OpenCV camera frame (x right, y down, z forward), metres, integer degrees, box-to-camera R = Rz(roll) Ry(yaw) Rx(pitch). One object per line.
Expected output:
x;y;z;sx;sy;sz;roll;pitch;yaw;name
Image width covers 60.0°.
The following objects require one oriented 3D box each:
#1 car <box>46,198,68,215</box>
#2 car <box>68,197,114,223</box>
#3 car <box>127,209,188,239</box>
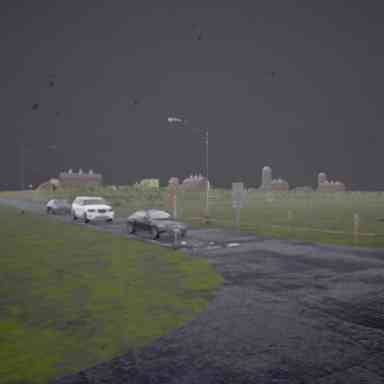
-15.354;1.620;38.409;2.097;1.767;4.553;0;-1;-33;car
-8.446;1.438;28.013;2.150;2.045;5.566;0;0;-34;car
-2.115;1.707;18.890;1.812;1.442;4.674;0;0;-35;car
